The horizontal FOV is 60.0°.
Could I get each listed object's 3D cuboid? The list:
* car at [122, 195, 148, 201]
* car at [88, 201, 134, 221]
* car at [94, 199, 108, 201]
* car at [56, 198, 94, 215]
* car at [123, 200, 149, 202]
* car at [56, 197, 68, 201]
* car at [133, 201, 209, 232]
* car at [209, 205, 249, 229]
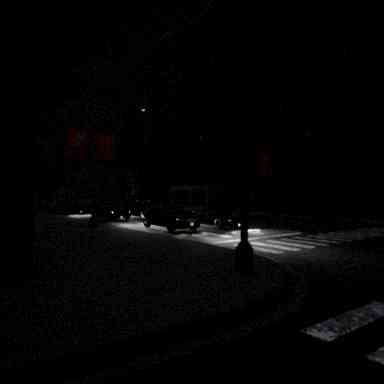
[{"bbox_3d":[-8.059,1.392,46.899,2.150,2.045,5.566,0,0,-36],"label":"car"},{"bbox_3d":[-6.873,1.693,28.204,1.895,1.301,4.718,0,0,-36],"label":"car"},{"bbox_3d":[-10.548,1.631,38.906,2.128,1.511,4.902,0,0,-36],"label":"car"},{"bbox_3d":[-13.049,1.680,36.818,2.033,1.411,5.357,0,0,-35],"label":"car"},{"bbox_3d":[-4.479,1.701,30.437,1.895,1.301,4.718,0,0,-36],"label":"car"},{"bbox_3d":[-25.181,1.745,65.148,2.128,1.511,4.902,0,0,-36],"label":"car"},{"bbox_3d":[-1.429,1.547,20.627,2.128,1.511,4.902,0,0,-36],"label":"car"},{"bbox_3d":[1.412,1.608,22.303,2.033,1.411,5.357,0,0,-33],"label":"car"}]
